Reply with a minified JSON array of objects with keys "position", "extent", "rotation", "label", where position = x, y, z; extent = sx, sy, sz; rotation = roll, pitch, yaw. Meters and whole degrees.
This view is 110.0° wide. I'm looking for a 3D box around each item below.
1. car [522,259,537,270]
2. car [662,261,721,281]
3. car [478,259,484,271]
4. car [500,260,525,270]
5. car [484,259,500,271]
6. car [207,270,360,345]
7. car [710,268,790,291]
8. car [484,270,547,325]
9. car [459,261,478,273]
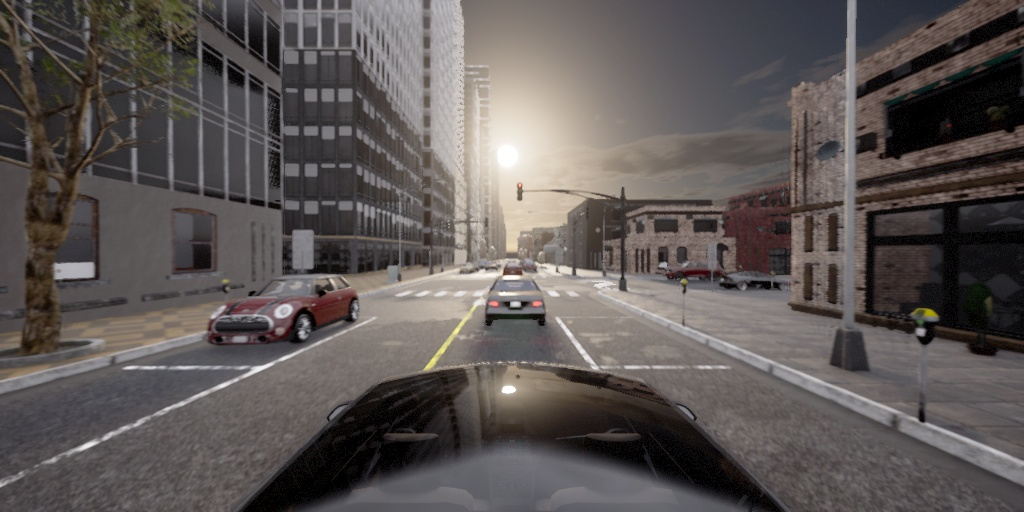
[{"position":[2.632,1.467,53.050],"extent":[1.967,1.591,4.097],"rotation":[0,0,0],"label":"car"},{"position":[16.483,1.339,32.782],"extent":[5.009,1.841,2.192],"rotation":[0,0,1],"label":"car"},{"position":[-5.715,1.593,53.095],"extent":[1.948,1.339,4.313],"rotation":[0,0,0],"label":"car"},{"position":[0.063,1.416,36.896],"extent":[1.882,1.535,5.008],"rotation":[0,0,0],"label":"car"},{"position":[-3.118,1.588,55.600],"extent":[2.033,1.411,5.357],"rotation":[0,0,0],"label":"car"},{"position":[-5.700,1.231,9.504],"extent":[1.967,1.591,4.097],"rotation":[0,0,0],"label":"car"},{"position":[16.386,1.674,24.403],"extent":[4.313,1.339,1.948],"rotation":[0,0,1],"label":"car"},{"position":[0.091,1.352,12.065],"extent":[2.033,1.411,5.357],"rotation":[0,0,0],"label":"car"},{"position":[-5.879,1.521,47.281],"extent":[1.751,1.417,4.829],"rotation":[0,0,0],"label":"car"}]
